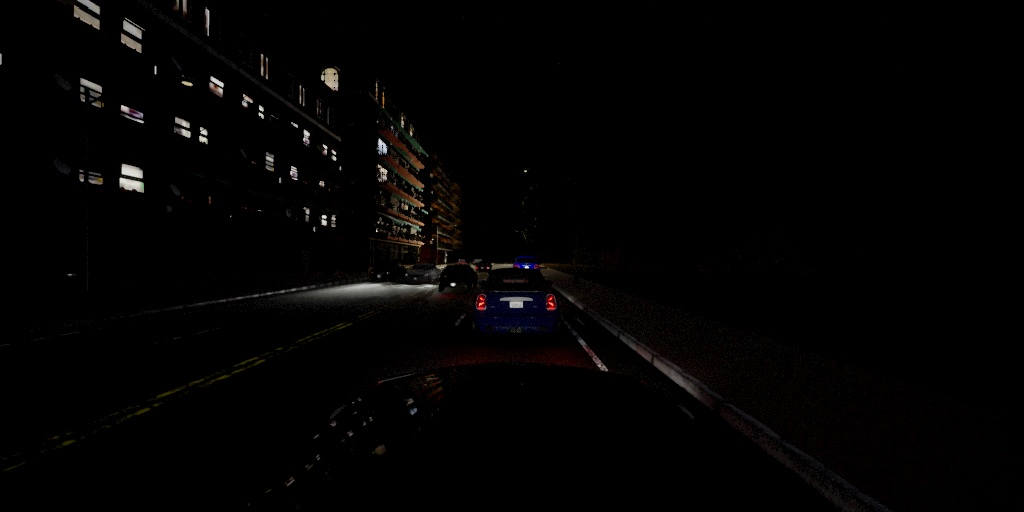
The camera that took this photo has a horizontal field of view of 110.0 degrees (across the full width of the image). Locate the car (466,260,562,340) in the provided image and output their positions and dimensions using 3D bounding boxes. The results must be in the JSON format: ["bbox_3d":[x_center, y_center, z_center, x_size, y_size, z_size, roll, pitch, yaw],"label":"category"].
[{"bbox_3d":[0.099,1.103,10.122,2.097,1.767,4.553,0,0,0],"label":"car"}]

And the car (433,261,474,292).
[{"bbox_3d":[-3.149,1.259,21.588,1.837,1.490,4.892,0,0,0],"label":"car"}]

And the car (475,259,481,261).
[{"bbox_3d":[-3.145,1.301,40.473,2.033,1.411,5.357,0,0,0],"label":"car"}]

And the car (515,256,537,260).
[{"bbox_3d":[1.140,0.979,30.076,2.150,2.045,5.566,0,0,0],"label":"car"}]

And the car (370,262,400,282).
[{"bbox_3d":[-9.849,1.245,29.006,2.128,1.511,4.902,0,0,0],"label":"car"}]

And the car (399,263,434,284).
[{"bbox_3d":[-6.599,1.279,26.788,1.812,1.442,4.674,0,0,0],"label":"car"}]
